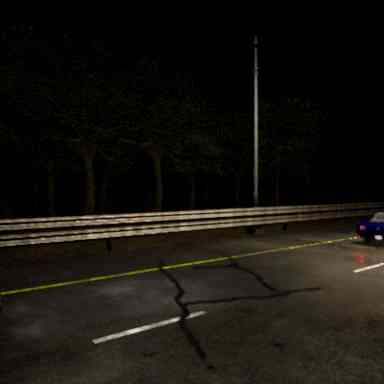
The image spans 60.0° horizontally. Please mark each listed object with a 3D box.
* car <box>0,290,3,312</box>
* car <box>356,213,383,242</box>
[{"bbox_3d":[-5.200,1.608,4.334,4.718,1.301,1.895,0,0,-36],"label":"car"},{"bbox_3d":[9.322,1.531,14.661,4.718,1.301,1.895,0,0,-35],"label":"car"}]
